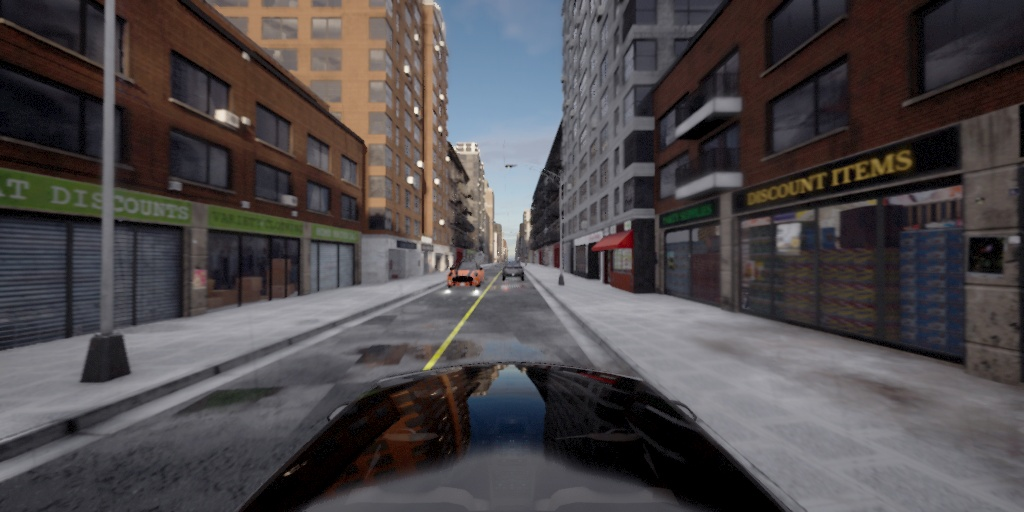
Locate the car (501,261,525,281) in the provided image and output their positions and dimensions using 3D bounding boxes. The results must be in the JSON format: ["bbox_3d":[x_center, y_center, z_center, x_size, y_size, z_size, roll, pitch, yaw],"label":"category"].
[{"bbox_3d":[0.100,1.263,30.477,2.128,1.511,4.902,0,0,0],"label":"car"}]

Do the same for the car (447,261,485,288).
[{"bbox_3d":[-2.998,1.144,24.013,2.097,1.767,4.553,0,0,0],"label":"car"}]
